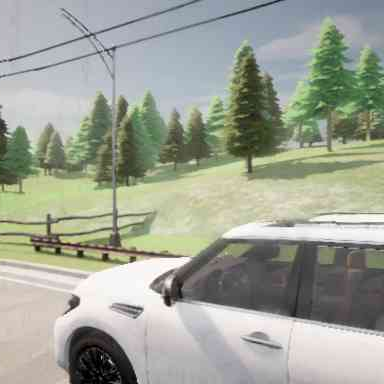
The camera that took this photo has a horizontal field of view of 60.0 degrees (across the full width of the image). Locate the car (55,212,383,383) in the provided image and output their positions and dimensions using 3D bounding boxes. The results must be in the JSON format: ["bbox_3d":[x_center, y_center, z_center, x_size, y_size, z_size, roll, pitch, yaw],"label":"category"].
[{"bbox_3d":[1.140,1.222,3.066,5.566,2.045,2.150,-1,-1,34],"label":"car"}]
